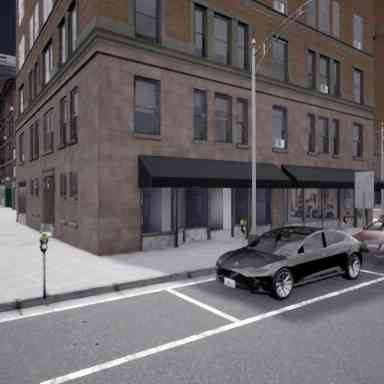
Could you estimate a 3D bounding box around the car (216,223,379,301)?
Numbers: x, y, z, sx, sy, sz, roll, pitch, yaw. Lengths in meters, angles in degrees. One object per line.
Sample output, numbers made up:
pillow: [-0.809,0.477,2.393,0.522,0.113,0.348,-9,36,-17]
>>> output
car: [2.579,1.564,8.367,4.313,1.339,1.947,0,0,-35]

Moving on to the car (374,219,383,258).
car: [7.060,1.579,11.557,4.206,1.307,1.802,0,0,-35]
